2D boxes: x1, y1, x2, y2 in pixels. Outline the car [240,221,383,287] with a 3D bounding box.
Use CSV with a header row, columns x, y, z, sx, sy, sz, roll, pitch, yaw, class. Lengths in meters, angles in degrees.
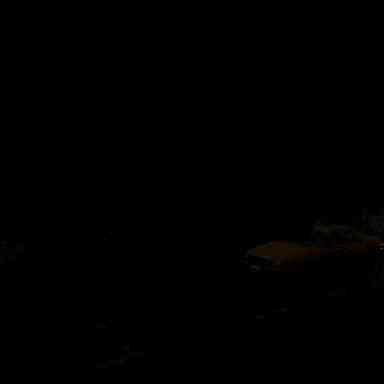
x,y,z,sx,sy,sz,roll,pitch,yaw,class
3.481,1.511,9.236,4.829,1.417,1.752,0,0,-34,car
